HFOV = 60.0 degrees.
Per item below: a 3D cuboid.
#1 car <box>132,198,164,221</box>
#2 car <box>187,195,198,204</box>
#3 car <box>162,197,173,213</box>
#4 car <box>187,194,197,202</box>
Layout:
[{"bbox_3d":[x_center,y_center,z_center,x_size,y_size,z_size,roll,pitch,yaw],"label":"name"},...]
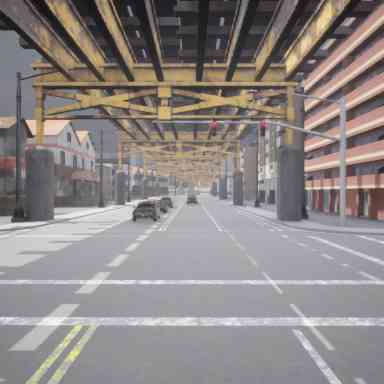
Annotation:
[{"bbox_3d":[-3.629,1.505,27.060,1.837,1.490,4.892,0,0,0],"label":"car"},{"bbox_3d":[0.029,1.518,59.759,1.895,1.301,4.718,0,0,0],"label":"car"},{"bbox_3d":[-3.639,1.547,36.912,2.033,1.411,5.357,0,0,0],"label":"car"},{"bbox_3d":[0.003,1.299,69.721,1.882,1.535,5.008,0,1,0],"label":"car"}]
